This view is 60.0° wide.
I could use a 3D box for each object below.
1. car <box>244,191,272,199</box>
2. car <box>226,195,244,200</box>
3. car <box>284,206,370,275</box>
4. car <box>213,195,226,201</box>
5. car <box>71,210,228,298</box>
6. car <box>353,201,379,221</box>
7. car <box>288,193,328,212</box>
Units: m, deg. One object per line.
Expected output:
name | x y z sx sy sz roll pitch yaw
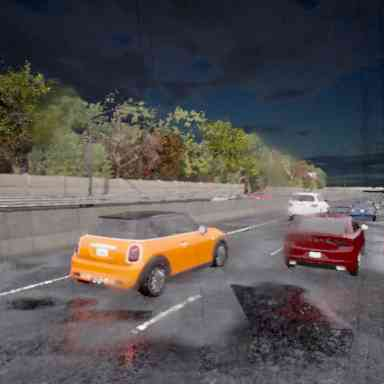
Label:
car | 9.927 0.913 48.204 2.150 2.045 5.566 1 1 30
car | 7.411 1.239 50.823 1.895 1.301 4.718 1 0 31
car | 4.361 1.428 10.520 1.882 1.535 5.008 1 1 30
car | 5.123 1.185 53.835 1.895 1.301 4.718 1 0 31
car | -0.769 1.256 8.668 2.097 1.767 4.553 1 1 30
car | 13.868 1.466 26.819 2.033 1.411 5.357 1 1 30
car | 8.932 1.092 25.293 2.150 2.045 5.566 1 1 30
